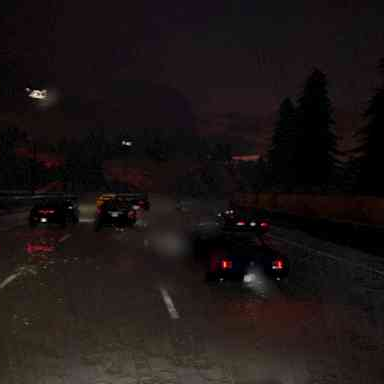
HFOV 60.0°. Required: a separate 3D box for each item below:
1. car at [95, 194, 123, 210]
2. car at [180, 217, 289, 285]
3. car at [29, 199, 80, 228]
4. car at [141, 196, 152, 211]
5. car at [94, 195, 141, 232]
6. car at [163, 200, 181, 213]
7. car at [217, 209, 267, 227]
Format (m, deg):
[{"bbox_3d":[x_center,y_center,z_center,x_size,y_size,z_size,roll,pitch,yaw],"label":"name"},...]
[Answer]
[{"bbox_3d":[-9.073,1.061,36.923,1.882,1.535,5.008,3,0,-1],"label":"car"},{"bbox_3d":[0.879,1.641,9.682,1.895,1.301,4.718,3,0,-12],"label":"car"},{"bbox_3d":[-7.752,1.148,19.101,1.837,1.490,4.892,2,0,-8],"label":"car"},{"bbox_3d":[-5.576,1.248,36.781,1.837,1.490,4.892,3,0,-1],"label":"car"},{"bbox_3d":[-4.173,1.160,18.759,2.097,1.767,4.553,3,0,-8],"label":"car"},{"bbox_3d":[-2.108,1.503,36.577,1.895,1.301,4.718,3,0,-1],"label":"car"},{"bbox_3d":[2.740,1.672,19.346,2.033,1.411,5.357,3,0,-8],"label":"car"}]
